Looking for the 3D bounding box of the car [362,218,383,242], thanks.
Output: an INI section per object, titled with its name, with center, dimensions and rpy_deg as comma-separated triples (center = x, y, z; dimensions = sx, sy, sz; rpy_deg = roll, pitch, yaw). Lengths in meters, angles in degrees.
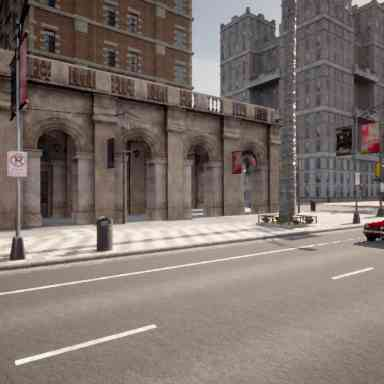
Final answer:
[car]
center = 9.831, 1.601, 15.222
dimensions = 4.718, 1.301, 1.895
rpy_deg = 0, 0, -35
